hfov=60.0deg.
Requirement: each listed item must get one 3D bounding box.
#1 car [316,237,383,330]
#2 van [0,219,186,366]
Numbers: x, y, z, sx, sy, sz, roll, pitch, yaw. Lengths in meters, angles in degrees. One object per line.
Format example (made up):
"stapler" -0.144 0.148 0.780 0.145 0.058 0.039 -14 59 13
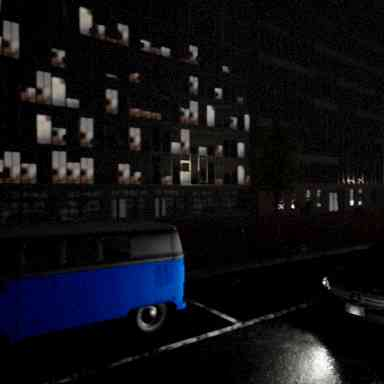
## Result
"car" 4.406 1.593 6.511 4.674 1.442 1.812 1 -1 -36
"van" -2.012 1.353 5.142 3.998 1.788 1.690 1 -1 -35
